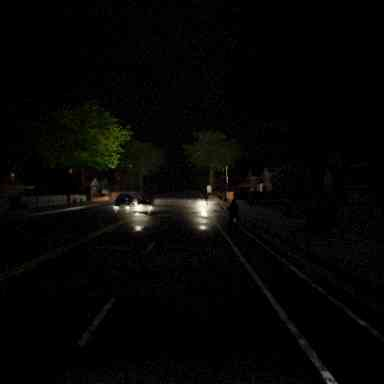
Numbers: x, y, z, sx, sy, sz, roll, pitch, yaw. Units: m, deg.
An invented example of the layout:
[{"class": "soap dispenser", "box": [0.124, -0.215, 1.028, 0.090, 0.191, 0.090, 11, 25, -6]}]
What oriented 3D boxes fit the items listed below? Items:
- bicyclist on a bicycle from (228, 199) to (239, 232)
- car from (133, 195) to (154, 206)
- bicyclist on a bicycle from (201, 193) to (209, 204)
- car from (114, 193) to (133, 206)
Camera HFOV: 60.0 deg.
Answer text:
[{"class": "bicyclist on a bicycle", "box": [2.266, 1.239, 18.210, 0.659, 1.776, 1.843, 0, 1, 0]}, {"class": "car", "box": [-6.509, 1.142, 46.661, 1.882, 1.535, 5.008, 0, 0, 1]}, {"class": "bicyclist on a bicycle", "box": [2.298, 1.056, 52.937, 0.866, 1.612, 1.509, 0, 1, 0]}, {"class": "car", "box": [-9.749, 1.008, 47.773, 2.097, 1.767, 4.553, 0, 0, 1]}]
